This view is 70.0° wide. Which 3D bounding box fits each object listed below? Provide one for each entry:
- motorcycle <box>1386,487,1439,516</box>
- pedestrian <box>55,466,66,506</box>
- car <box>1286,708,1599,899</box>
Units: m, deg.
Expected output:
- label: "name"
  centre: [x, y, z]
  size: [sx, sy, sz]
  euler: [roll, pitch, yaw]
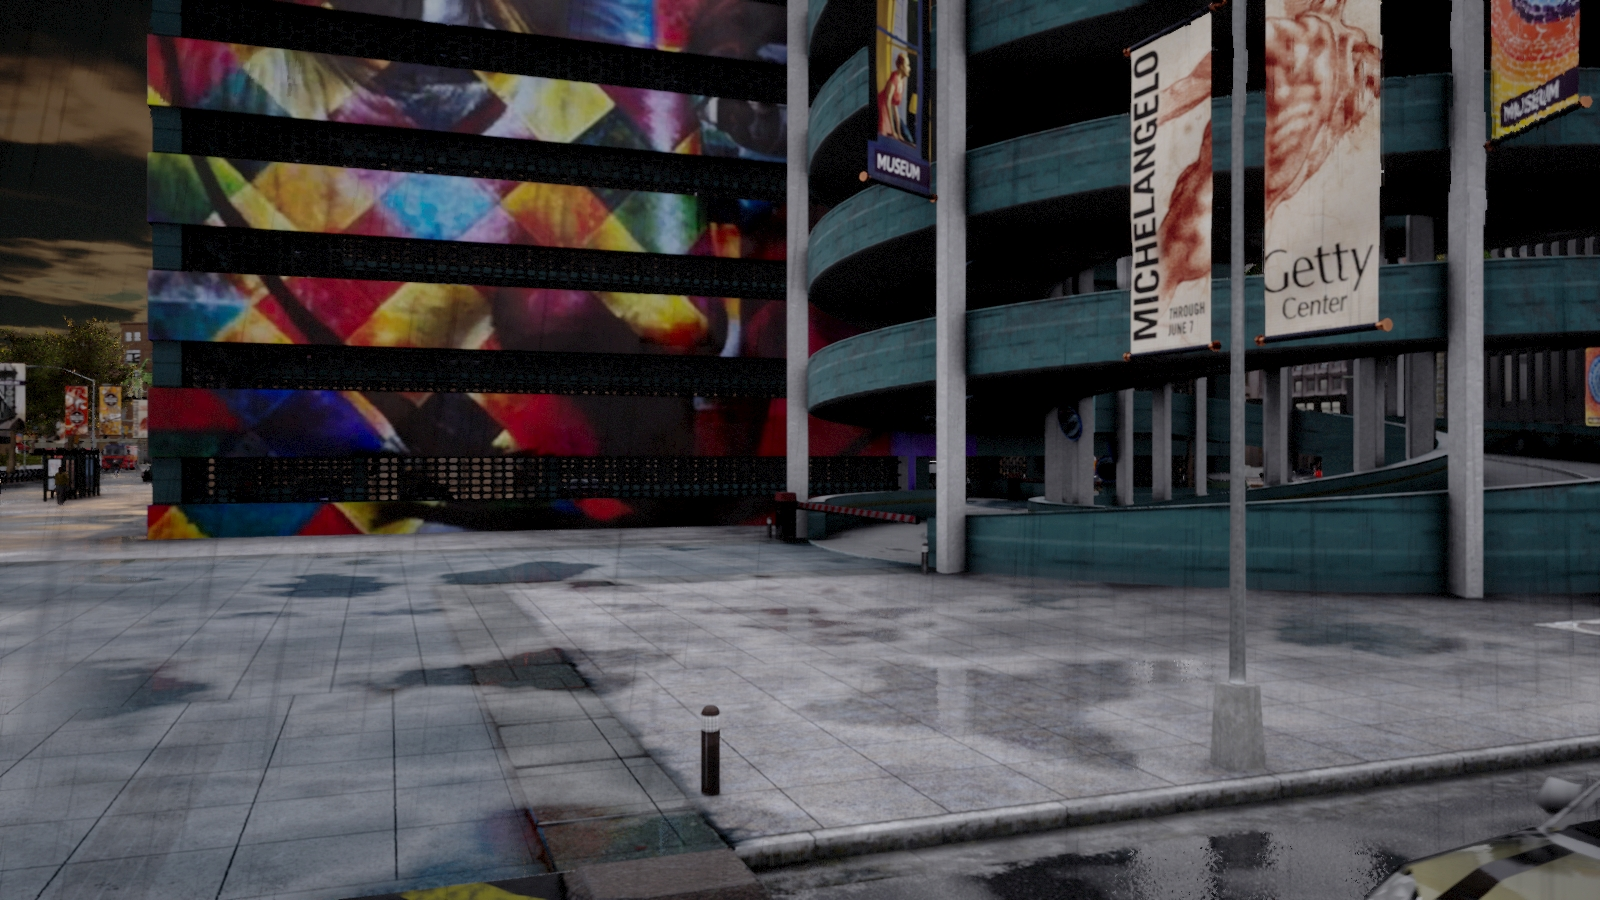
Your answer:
- label: "motorcycle"
  centre: [26.675, 2.232, 49.793]
  size: [0.803, 1.145, 2.033]
  euler: [0, 0, -17]
- label: "pedestrian"
  centre: [-34.781, 1.690, 53.735]
  size: [0.375, 1.860, 0.375]
  euler: [0, 0, -19]
- label: "car"
  centre: [4.321, 2.068, 4.908]
  size: [3.806, 1.475, 1.970]
  euler: [0, 0, -21]
